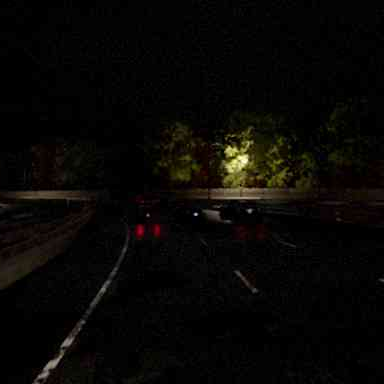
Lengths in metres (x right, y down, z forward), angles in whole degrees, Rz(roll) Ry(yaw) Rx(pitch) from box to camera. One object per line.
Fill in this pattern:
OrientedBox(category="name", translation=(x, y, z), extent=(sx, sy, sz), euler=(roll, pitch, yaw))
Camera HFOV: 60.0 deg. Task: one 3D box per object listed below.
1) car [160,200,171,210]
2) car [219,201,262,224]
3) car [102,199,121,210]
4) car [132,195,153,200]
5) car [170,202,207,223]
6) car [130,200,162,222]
OrientedBox(category="car", translation=(-3.890, 1.796, 47.450), extent=(1.994, 1.385, 4.181), euler=(0, 0, -26))
OrientedBox(category="car", translation=(3.676, 1.450, 26.108), extent=(2.097, 1.767, 4.553), euler=(0, 0, -13))
OrientedBox(category="car", translation=(-11.361, 1.746, 46.900), extent=(1.882, 1.535, 5.008), euler=(0, 0, -26))
OrientedBox(category="car", translation=(-6.895, 1.462, 45.858), extent=(2.150, 2.045, 5.566), euler=(0, 0, -26))
OrientedBox(category="car", translation=(-0.200, 1.687, 27.254), extent=(1.994, 1.385, 4.181), euler=(0, 0, -14))
OrientedBox(category="car", translation=(-4.077, 1.673, 28.268), extent=(1.812, 1.442, 4.674), euler=(0, 0, -16))
